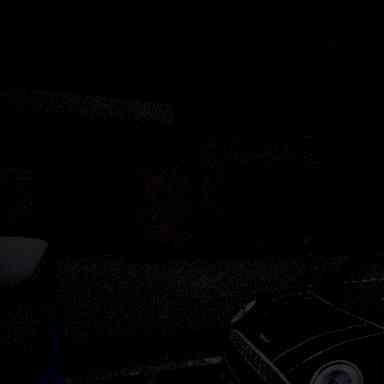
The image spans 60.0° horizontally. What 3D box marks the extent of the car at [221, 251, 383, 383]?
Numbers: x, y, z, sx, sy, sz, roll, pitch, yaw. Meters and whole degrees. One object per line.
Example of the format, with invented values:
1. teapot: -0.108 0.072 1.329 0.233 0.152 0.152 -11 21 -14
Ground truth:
1. car: 2.381 1.401 3.556 4.097 1.590 1.967 1 2 -18

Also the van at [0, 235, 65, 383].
1. van: -2.765 1.193 1.888 3.998 1.788 1.690 1 2 -18
